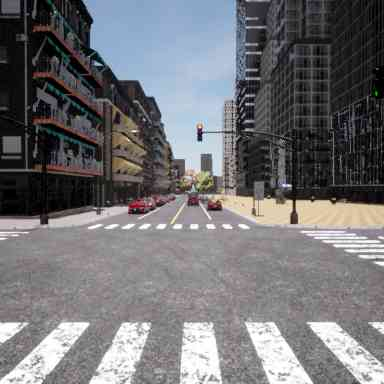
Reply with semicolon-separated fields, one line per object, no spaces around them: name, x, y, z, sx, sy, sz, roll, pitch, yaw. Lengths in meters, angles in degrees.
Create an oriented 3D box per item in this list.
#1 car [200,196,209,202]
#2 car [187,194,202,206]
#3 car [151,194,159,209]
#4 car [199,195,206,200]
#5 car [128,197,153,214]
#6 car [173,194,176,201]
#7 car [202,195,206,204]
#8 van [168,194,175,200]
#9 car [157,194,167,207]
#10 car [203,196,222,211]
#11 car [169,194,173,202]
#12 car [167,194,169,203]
car;2.775;1.548;74.997;1.887;1.381;4.507;-1;0;0
car;0.198;1.476;56.352;1.882;1.535;5.008;0;0;0
car;-5.632;1.436;41.060;1.967;1.590;4.097;-1;0;0
car;2.804;1.535;92.114;1.752;1.417;4.829;-1;0;0
car;-5.640;1.540;35.411;1.887;1.381;4.507;-1;0;0
car;-5.557;1.322;86.252;2.192;1.841;5.009;-1;0;0
car;2.756;1.551;63.698;2.008;1.369;4.403;-1;0;0
van;-5.546;1.350;91.899;1.690;1.788;3.998;-1;0;0
car;-5.614;1.312;52.358;2.192;1.841;5.009;-1;0;0
car;2.716;1.540;41.103;1.887;1.381;4.507;-1;0;0
car;-5.582;1.583;69.305;1.802;1.307;4.206;-1;0;0
car;-5.603;1.439;58.006;1.967;1.590;4.097;-1;0;0
